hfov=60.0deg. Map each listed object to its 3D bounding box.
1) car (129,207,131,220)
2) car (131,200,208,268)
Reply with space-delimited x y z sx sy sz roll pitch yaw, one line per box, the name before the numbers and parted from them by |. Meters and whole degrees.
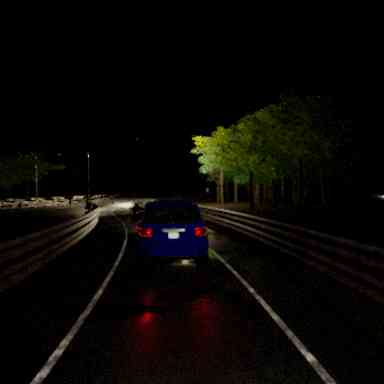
car | -4.168 1.679 28.134 2.128 1.511 4.902 0 0 -16
car | -0.820 1.301 11.819 2.150 2.045 5.566 0 0 -7
